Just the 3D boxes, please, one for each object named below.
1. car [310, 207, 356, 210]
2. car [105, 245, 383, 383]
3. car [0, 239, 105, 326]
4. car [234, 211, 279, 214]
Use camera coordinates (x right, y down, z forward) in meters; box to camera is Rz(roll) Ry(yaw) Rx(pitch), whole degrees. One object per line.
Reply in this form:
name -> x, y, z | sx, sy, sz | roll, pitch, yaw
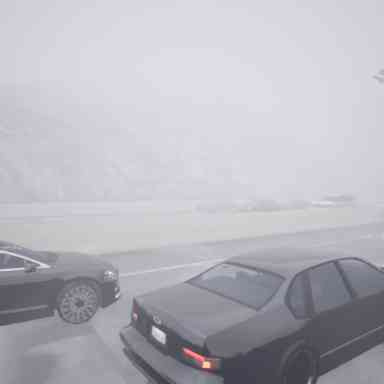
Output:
car -> 13.098, 1.225, 30.525 | 5.566, 2.045, 2.150 | 0, 0, -35
car -> 1.693, 1.548, 4.953 | 5.357, 1.411, 2.033 | 0, 0, -35
car -> -3.613, 1.492, 5.469 | 4.902, 1.511, 2.128 | 0, 0, -35
car -> 5.927, 1.355, 29.709 | 4.553, 1.767, 2.097 | 0, 0, -35
